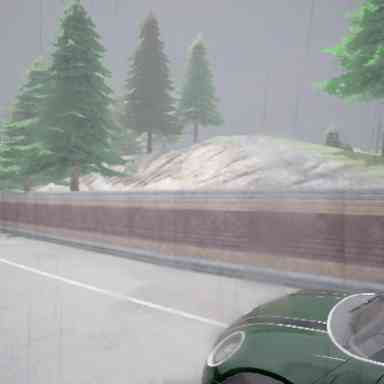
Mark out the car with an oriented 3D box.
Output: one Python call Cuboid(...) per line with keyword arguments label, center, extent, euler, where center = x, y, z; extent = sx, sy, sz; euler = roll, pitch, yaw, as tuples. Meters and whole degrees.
Cuboid(label="car", center=(2.286, 1.356, 2.452), extent=(4.553, 1.767, 2.097), euler=(0, 0, 35))
